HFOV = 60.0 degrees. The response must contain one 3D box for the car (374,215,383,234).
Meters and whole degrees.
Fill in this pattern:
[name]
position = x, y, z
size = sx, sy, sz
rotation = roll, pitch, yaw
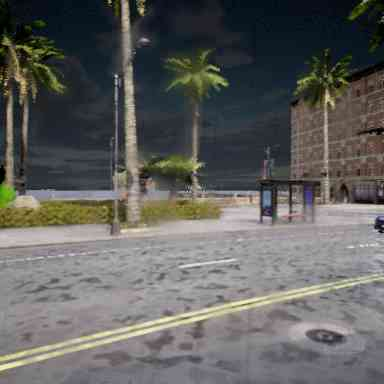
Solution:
[car]
position = 11.886, 1.435, 17.387
size = 5.008, 1.535, 1.882
rotation = 0, 0, -20
